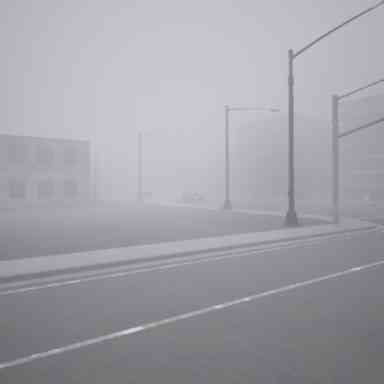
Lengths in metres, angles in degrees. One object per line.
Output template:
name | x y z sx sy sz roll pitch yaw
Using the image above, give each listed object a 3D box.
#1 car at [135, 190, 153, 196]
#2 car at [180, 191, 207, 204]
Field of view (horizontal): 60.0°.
car | -8.947 0.281 61.813 1.882 1.535 5.008 -1 1 -35
car | 0.203 0.723 48.410 2.097 1.767 4.553 -1 1 -35
